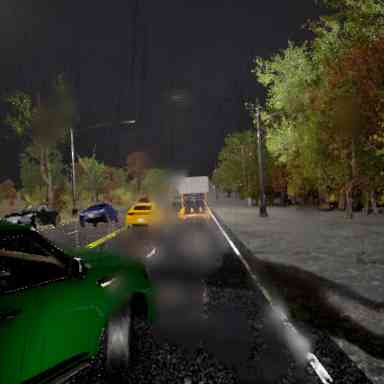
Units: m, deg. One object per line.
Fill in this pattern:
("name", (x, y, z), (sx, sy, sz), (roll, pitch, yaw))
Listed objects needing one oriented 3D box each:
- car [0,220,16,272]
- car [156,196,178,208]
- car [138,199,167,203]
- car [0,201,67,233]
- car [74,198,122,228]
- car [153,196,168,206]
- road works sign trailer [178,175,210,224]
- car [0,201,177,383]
("car", (-6.478, 1.569, 7.571), (2.033, 1.411, 5.357), (0, 0, 1))
("car", (-2.736, 1.473, 38.773), (2.128, 1.511, 4.902), (-2, 3, 1))
("car", (-2.958, 1.473, 21.604), (1.882, 1.535, 5.008), (0, 0, 0))
("car", (-9.833, 1.569, 20.685), (2.128, 1.511, 4.902), (-8, -4, -1))
("car", (-6.498, 1.563, 23.552), (1.812, 1.442, 4.674), (-12, -8, -1))
("car", (-5.797, 1.618, 61.709), (2.097, 1.767, 4.553), (-3, 0, 2))
("road works sign trailer", (0.169, 0.527, 25.739), (2.380, 3.560, 2.880), (-3, 0, 1))
("car", (-2.532, 1.208, 3.169), (2.150, 2.045, 5.566), (2, 1, 27))
